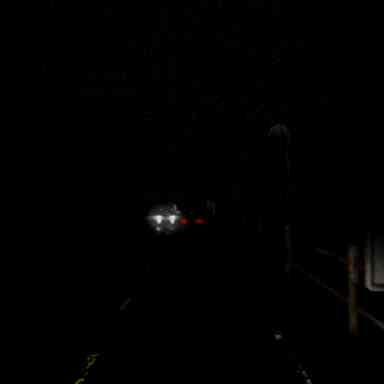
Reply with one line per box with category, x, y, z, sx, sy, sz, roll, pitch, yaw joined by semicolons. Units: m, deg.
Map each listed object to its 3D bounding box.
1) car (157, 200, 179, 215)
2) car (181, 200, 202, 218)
car;-2.771;1.877;38.318;1.812;1.442;4.674;0;-1;0
car;-0.018;1.837;34.122;1.812;1.442;4.674;0;-1;0
